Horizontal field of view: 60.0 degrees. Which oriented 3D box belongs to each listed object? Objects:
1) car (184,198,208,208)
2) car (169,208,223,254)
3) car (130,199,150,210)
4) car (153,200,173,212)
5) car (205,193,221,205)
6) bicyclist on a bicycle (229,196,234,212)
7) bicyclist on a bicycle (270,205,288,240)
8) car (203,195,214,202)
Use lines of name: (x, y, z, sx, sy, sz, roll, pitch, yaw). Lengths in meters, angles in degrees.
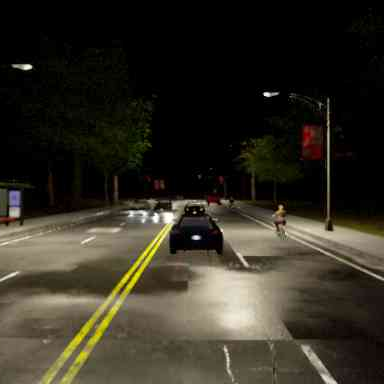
car: (0.241, 1.572, 31.561, 1.895, 1.301, 4.718, 0, 0, 0)
car: (0.157, 1.551, 13.529, 1.994, 1.385, 4.181, 0, 0, 0)
car: (-6.406, 1.556, 41.104, 1.895, 1.301, 4.718, 0, 0, 0)
car: (-3.177, 1.563, 37.398, 1.895, 1.301, 4.718, 0, 0, 0)
car: (3.603, 1.180, 55.970, 2.150, 2.045, 5.566, 0, 0, 0)
bicyclist on a bicycle: (4.308, 1.342, 36.378, 0.659, 1.776, 1.843, 0, 0, 0)
bicyclist on a bicycle: (4.193, 1.426, 15.790, 0.866, 1.612, 1.509, 0, 0, 1)
car: (3.583, 1.488, 72.461, 2.033, 1.411, 5.357, 0, 0, 0)
